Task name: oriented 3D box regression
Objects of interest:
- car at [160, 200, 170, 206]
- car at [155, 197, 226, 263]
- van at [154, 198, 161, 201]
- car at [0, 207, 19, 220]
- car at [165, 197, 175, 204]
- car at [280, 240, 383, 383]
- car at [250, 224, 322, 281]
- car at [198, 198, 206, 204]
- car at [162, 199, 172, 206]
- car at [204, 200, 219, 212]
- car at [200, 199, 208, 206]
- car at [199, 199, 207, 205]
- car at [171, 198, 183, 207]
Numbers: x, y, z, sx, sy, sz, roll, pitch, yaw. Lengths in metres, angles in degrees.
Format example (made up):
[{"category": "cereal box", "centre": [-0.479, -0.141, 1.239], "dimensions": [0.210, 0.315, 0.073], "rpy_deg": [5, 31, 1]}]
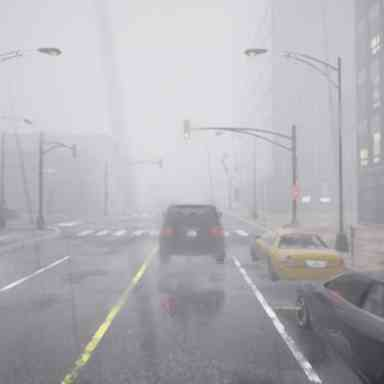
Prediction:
[{"category": "car", "centre": [-5.664, 2.278, 69.835], "dimensions": [1.802, 1.307, 4.206], "rpy_deg": [1, -1, 0]}, {"category": "car", "centre": [0.015, 1.351, 12.609], "dimensions": [2.150, 2.045, 5.566], "rpy_deg": [0, 0, 0]}, {"category": "van", "centre": [-5.662, 1.927, 58.770], "dimensions": [1.690, 1.788, 3.998], "rpy_deg": [1, -1, 0]}, {"category": "car", "centre": [-19.410, 2.128, 32.814], "dimensions": [4.313, 1.339, 1.947], "rpy_deg": [-1, -1, 1]}, {"category": "car", "centre": [-5.656, 2.177, 86.440], "dimensions": [2.192, 1.841, 5.009], "rpy_deg": [1, -1, 0]}, {"category": "car", "centre": [2.670, 1.608, 4.094], "dimensions": [1.947, 1.339, 4.313], "rpy_deg": [1, -1, 0]}, {"category": "car", "centre": [2.842, 1.625, 9.907], "dimensions": [1.752, 1.417, 4.829], "rpy_deg": [1, -1, 0]}, {"category": "car", "centre": [2.722, 2.462, 91.960], "dimensions": [1.887, 1.381, 4.507], "rpy_deg": [1, -1, 0]}, {"category": "car", "centre": [-5.662, 2.317, 75.370], "dimensions": [1.947, 1.339, 4.313], "rpy_deg": [1, -1, 0]}, {"category": "car", "centre": [2.714, 1.915, 47.684], "dimensions": [1.967, 1.590, 4.097], "rpy_deg": [1, -1, 0]}, {"category": "car", "centre": [2.719, 2.279, 75.526], "dimensions": [1.752, 1.417, 4.829], "rpy_deg": [1, -1, 0]}, {"category": "car", "centre": [2.720, 2.334, 81.061], "dimensions": [1.752, 1.417, 4.829], "rpy_deg": [1, -1, 0]}, {"category": "car", "centre": [-2.992, 2.026, 67.448], "dimensions": [2.097, 1.767, 4.553], "rpy_deg": [0, -1, 0]}]
